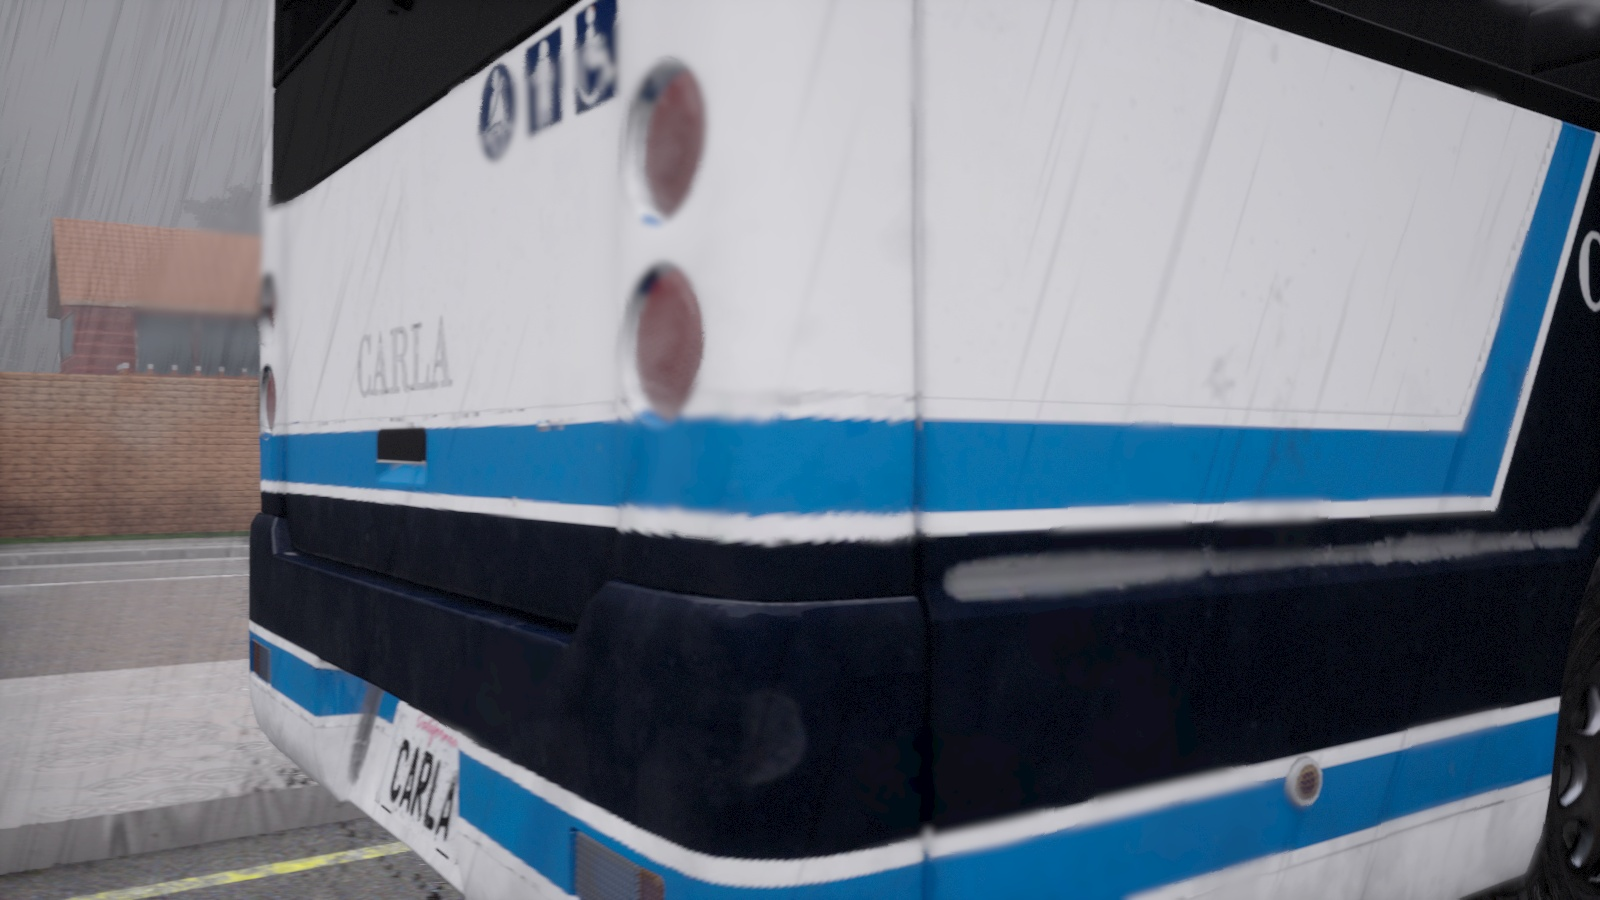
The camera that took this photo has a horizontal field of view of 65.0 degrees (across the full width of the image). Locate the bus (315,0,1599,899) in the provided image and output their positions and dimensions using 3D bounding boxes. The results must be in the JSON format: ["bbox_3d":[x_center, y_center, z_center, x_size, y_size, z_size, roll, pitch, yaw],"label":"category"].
[{"bbox_3d":[3.512,-0.616,6.048,10.273,4.253,3.944,0,0,-35],"label":"bus"}]
